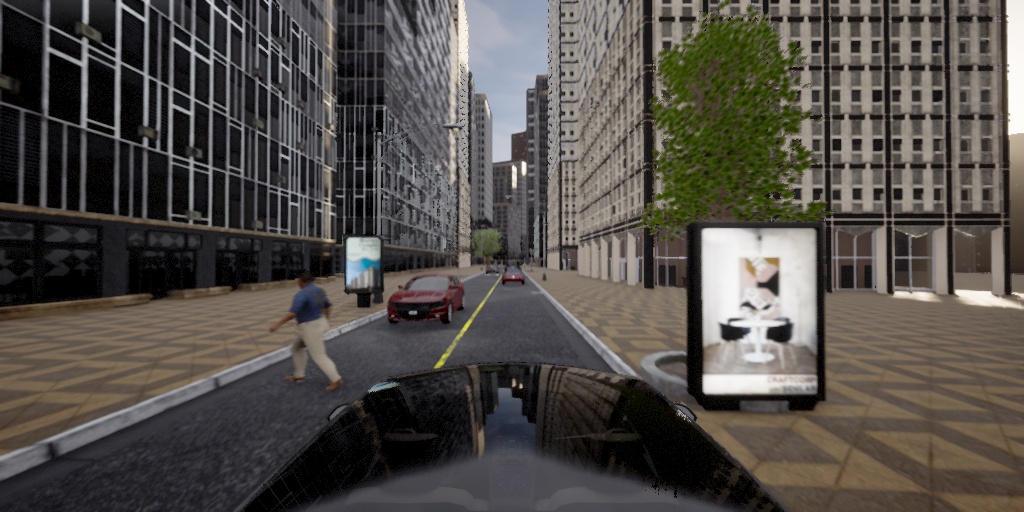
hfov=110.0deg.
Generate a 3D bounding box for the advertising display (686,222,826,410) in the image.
[{"bbox_3d":[3.011,0.810,4.454,1.540,2.440,0.280,0,0,0],"label":"advertising display"}]

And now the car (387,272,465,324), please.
[{"bbox_3d":[-2.844,1.373,12.805,1.882,1.535,5.008,0,0,0],"label":"car"}]

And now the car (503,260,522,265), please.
[{"bbox_3d":[0.110,1.542,44.573,2.150,2.045,5.566,0,0,0],"label":"car"}]

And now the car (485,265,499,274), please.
[{"bbox_3d":[-2.802,1.999,52.873,1.994,1.385,4.181,0,-1,0],"label":"car"}]

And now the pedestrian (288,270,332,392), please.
[{"bbox_3d":[-3.057,1.092,5.443,0.375,1.860,0.375,0,-1,-2],"label":"pedestrian"}]

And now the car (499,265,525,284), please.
[{"bbox_3d":[0.111,1.708,31.639,1.994,1.385,4.181,0,-1,0],"label":"car"}]
